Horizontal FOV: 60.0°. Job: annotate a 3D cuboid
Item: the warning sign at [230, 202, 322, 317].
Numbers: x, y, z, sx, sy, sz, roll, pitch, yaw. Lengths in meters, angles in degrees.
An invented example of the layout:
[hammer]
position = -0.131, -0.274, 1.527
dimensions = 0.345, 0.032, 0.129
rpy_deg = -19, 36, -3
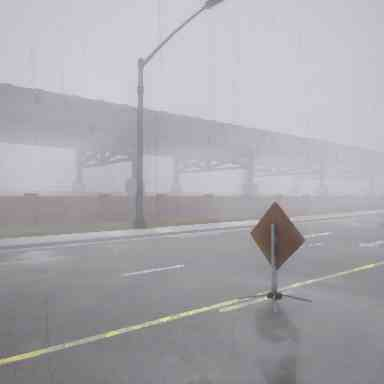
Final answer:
[warning sign]
position = 1.554, 1.122, 6.281
dimensions = 1.060, 1.860, 1.300
rpy_deg = 1, -1, -36
